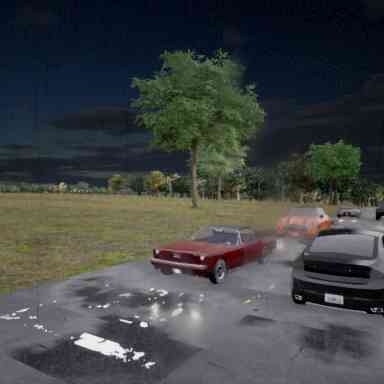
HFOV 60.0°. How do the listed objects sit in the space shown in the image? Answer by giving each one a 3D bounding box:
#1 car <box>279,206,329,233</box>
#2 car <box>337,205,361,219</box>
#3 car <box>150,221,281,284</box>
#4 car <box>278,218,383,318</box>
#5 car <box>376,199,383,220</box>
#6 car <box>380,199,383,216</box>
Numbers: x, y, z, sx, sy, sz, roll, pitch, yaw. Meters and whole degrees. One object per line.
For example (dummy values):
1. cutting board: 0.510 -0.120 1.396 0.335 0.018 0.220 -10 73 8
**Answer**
1. car: 6.427 1.619 18.862 2.097 1.767 4.553 0 -1 32
2. car: 16.558 2.099 34.974 1.994 1.385 4.181 0 -1 32
3. car: 0.885 1.722 10.242 1.895 1.301 4.718 0 -1 35
4. car: 3.698 1.602 7.708 1.837 1.490 4.892 0 -1 32
5. car: 19.626 1.743 33.094 2.150 2.045 5.566 0 -1 32
6. car: 25.303 1.921 42.254 2.150 2.045 5.566 0 -1 32
